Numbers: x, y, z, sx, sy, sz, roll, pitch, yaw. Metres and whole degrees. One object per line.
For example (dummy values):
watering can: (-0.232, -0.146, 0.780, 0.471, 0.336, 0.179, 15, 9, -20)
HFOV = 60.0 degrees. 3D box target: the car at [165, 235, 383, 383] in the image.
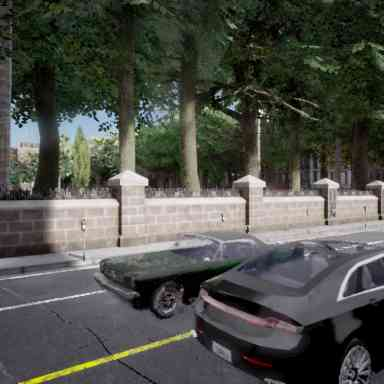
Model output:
car: (2.288, 1.488, 4.944, 4.902, 1.511, 2.128, 0, 0, -35)

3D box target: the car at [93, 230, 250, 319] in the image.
car: (0.326, 1.600, 7.482, 4.718, 1.301, 1.895, 0, 0, -35)
